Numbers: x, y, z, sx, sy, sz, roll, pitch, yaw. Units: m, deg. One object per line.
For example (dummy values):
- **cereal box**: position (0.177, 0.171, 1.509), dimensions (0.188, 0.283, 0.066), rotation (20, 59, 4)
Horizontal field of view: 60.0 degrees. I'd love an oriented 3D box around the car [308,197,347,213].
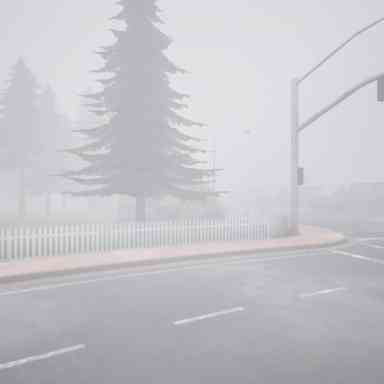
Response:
- **car**: position (15.612, 1.406, 38.597), dimensions (2.097, 1.767, 4.553), rotation (0, 0, -18)
